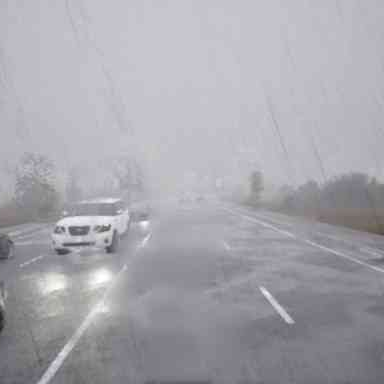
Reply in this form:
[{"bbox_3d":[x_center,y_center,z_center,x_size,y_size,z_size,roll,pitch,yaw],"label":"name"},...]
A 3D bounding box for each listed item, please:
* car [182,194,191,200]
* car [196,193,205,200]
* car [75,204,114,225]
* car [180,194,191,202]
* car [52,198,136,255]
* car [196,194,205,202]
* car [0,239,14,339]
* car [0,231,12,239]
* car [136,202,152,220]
[{"bbox_3d":[-1.368,1.318,83.614,1.994,1.385,4.181,-2,0,2],"label":"car"},{"bbox_3d":[2.127,1.162,83.475,2.128,1.511,4.902,-2,0,2],"label":"car"},{"bbox_3d":[-7.930,1.775,27.440,1.895,1.301,4.718,-2,0,-2],"label":"car"},{"bbox_3d":[-1.627,1.270,73.647,2.097,1.767,4.553,-2,0,1],"label":"car"},{"bbox_3d":[-4.013,1.308,14.236,2.150,2.045,5.566,-2,0,-2],"label":"car"},{"bbox_3d":[1.869,1.318,73.247,1.837,1.490,4.892,-2,0,1],"label":"car"},{"bbox_3d":[-3.627,1.600,3.083,1.837,1.490,4.892,-2,0,-2],"label":"car"},{"bbox_3d":[-7.383,1.752,10.370,1.994,1.385,4.181,-2,0,-3],"label":"car"},{"bbox_3d":[-4.465,1.602,28.627,1.812,1.442,4.674,-2,1,-2],"label":"car"}]
